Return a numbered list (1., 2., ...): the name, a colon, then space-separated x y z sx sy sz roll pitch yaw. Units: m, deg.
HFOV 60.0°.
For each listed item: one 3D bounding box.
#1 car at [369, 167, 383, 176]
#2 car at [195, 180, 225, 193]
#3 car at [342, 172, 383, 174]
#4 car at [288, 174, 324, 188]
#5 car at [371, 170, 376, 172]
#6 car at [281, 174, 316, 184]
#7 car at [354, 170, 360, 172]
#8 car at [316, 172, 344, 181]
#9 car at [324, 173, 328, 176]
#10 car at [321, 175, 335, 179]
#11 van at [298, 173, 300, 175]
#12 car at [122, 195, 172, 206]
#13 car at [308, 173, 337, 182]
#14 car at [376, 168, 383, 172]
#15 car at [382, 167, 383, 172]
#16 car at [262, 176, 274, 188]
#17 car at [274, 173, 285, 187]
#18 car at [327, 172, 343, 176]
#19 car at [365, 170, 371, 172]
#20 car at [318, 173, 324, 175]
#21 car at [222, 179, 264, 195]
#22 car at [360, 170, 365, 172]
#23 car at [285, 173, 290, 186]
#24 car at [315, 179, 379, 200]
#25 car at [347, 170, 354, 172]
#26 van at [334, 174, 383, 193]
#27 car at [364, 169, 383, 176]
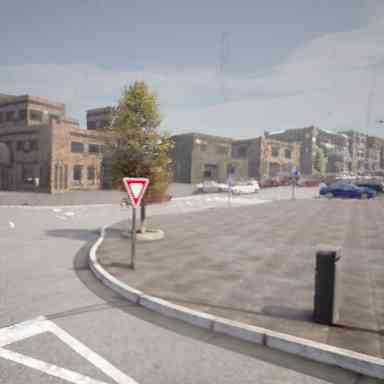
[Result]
1. car: 47.072 -5.079 82.220 5.566 2.045 2.435 0 4 30
2. car: 2.631 -0.654 44.018 4.674 1.452 2.002 0 4 29
3. car: 19.595 -0.825 36.031 5.566 2.045 2.435 2 6 31
4. car: 16.616 -1.406 48.496 4.674 1.442 1.812 -5 6 -34
5. car: 38.196 -4.213 74.618 4.553 1.767 2.185 0 4 30
6. car: 18.334 -2.197 57.409 5.366 1.575 1.946 0 4 29
7. car: 31.500 -3.471 68.943 5.008 1.535 2.097 0 5 29
8. car: 27.052 -3.045 65.136 4.892 1.521 2.231 0 5 29
9. car: 22.634 -2.591 61.310 4.792 1.488 2.163 0 4 29
10. car: 18.949 -0.969 41.456 1.837 1.490 4.892 -5 5 -29
11. van: 15.842 -2.205 55.627 4.442 1.987 1.878 0 5 29
12. car: -4.273 0.530 31.273 4.718 1.301 1.895 -3 4 -40
13. car: 24.823 -2.833 63.239 5.008 1.535 2.097 0 4 29
14. car: 40.413 -4.283 76.538 5.008 1.535 2.097 0 4 30
15. car: 42.635 -4.470 78.442 5.008 1.535 2.097 0 4 30
16. car: 9.265 -1.308 49.821 4.792 1.488 2.163 0 5 29
17. car: 11.532 -1.677 51.709 4.553 1.767 2.185 0 5 29
18. car: 24.663 -2.113 54.635 4.674 1.442 1.812 -6 6 -41
19. car: 35.952 -3.848 72.758 4.674 1.452 2.002 0 4 30
20. car: 20.383 -2.407 59.419 5.008 1.535 2.097 0 4 29
21. car: 6.270 -0.471 40.361 4.674 1.442 1.812 -5 6 -40
22. car: 33.742 -3.806 70.822 4.553 1.767 2.185 0 4 30
23. car: 13.731 -1.767 53.669 5.008 1.535 2.097 0 4 29
24. car: 14.979 -0.144 32.278 5.008 1.535 2.097 2 6 31
25. car: 29.275 -3.257 67.037 4.892 1.521 2.231 0 5 29
26. van: 17.401 -0.581 34.081 4.442 1.987 1.878 2 6 31
27. car: 44.713 -4.658 80.424 5.366 1.575 1.946 0 4 30
